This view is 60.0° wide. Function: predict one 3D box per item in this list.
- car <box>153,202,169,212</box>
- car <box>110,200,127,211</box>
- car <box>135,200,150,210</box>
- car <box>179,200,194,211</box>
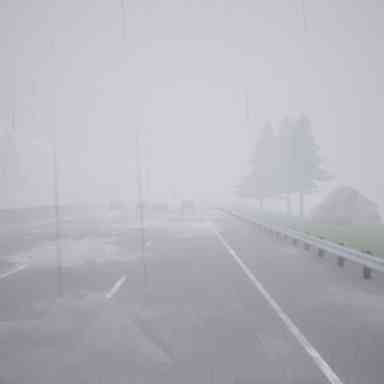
[{"bbox_3d":[-4.164,2.015,44.964,1.895,1.301,4.718,-1,0,-1],"label":"car"},{"bbox_3d":[-11.254,2.061,50.891,1.837,1.490,4.892,-1,0,-1],"label":"car"},{"bbox_3d":[-7.785,2.001,52.701,1.882,1.535,5.008,-1,0,-1],"label":"car"},{"bbox_3d":[-0.695,1.892,47.169,1.837,1.490,4.892,-1,0,-1],"label":"car"}]
